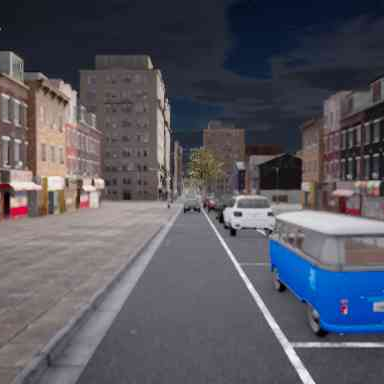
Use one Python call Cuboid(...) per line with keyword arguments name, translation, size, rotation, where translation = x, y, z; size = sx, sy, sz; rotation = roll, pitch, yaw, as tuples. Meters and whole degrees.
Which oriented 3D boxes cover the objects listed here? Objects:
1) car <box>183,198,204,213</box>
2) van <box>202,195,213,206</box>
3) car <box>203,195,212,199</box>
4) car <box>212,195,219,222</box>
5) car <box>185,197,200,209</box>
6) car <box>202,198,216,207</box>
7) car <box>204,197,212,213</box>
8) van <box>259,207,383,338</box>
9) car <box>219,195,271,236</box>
Cuboid(name="car", translation=(0.024, 1.631, 37.070), size=(1.895, 1.301, 4.718), rotation=(0, 0, 0))
Cuboid(name="van", translation=(2.624, 1.460, 57.040), size=(1.690, 1.788, 3.998), rotation=(-2, 0, 0))
Cuboid(name="car", translation=(2.621, 1.392, 48.734), size=(2.192, 1.841, 5.009), rotation=(-2, 0, 0))
Cuboid(name="car", translation=(2.988, 1.230, 25.510), size=(2.150, 2.045, 5.566), rotation=(0, 0, 0))
Cuboid(name="car", translation=(0.029, 1.571, 49.068), size=(2.128, 1.511, 4.902), rotation=(0, 0, 0))
Cuboid(name="car", translation=(2.629, 1.652, 53.718), size=(2.008, 1.369, 4.403), rotation=(-2, 0, 0))
Cuboid(name="car", translation=(2.626, 1.579, 38.153), size=(1.887, 1.381, 4.507), rotation=(-2, 0, 0))
Cuboid(name="van", translation=(2.617, 1.334, 6.411), size=(1.690, 1.788, 3.998), rotation=(-1, 0, 0))
Cuboid(name="car", translation=(2.986, 1.221, 18.507), size=(2.150, 2.045, 5.566), rotation=(0, 0, 0))
